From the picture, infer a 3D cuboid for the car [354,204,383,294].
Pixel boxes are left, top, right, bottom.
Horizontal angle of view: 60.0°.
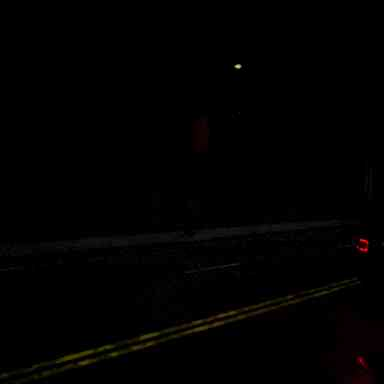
[{"bbox_3d":[6.029,1.275,7.747,5.566,2.045,2.150,0,0,-35],"label":"car"}]
